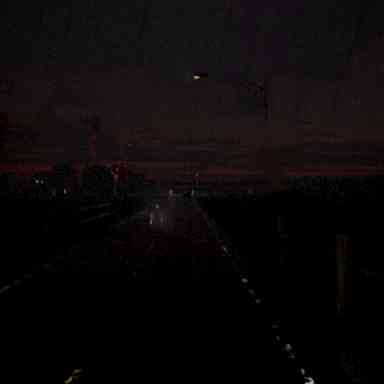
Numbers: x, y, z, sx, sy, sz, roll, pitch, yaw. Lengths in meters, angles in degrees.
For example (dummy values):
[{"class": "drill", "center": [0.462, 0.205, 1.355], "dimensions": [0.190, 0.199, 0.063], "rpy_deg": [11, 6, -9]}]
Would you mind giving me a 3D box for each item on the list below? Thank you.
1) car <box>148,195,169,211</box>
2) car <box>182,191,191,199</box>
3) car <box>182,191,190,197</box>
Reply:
[{"class": "car", "center": [-3.308, 1.093, 33.825], "dimensions": [2.128, 1.511, 4.902], "rpy_deg": [-1, 1, -1]}, {"class": "car", "center": [-1.164, 0.691, 69.281], "dimensions": [2.033, 1.411, 5.357], "rpy_deg": [-1, 1, -1]}, {"class": "car", "center": [-1.344, 0.402, 79.702], "dimensions": [1.812, 1.442, 4.674], "rpy_deg": [-1, 1, -1]}]
